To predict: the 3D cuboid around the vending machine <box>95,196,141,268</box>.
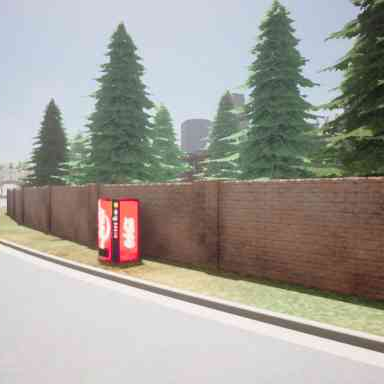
[{"bbox_3d":[-2.325,1.201,10.508,0.880,2.100,1.100,0,0,42],"label":"vending machine"}]
